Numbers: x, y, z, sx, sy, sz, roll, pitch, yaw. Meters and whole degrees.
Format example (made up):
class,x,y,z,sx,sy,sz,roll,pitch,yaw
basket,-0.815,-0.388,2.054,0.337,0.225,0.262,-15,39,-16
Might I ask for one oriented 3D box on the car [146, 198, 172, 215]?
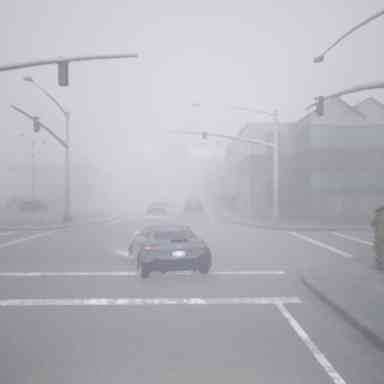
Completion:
class,x,y,z,sx,sy,sz,roll,pitch,yaw
car,-3.579,1.631,35.113,2.033,1.411,5.357,0,0,0

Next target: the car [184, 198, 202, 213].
class,x,y,z,sx,sy,sz,roll,pitch,yaw
car,0.113,1.444,38.700,2.097,1.767,4.553,0,0,0

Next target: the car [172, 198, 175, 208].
class,x,y,z,sx,sy,sz,roll,pitch,yaw
car,-3.544,1.619,49.347,1.837,1.490,4.892,0,1,0

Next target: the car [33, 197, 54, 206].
class,x,y,z,sx,sy,sz,roll,pitch,yaw
car,-25.932,1.691,58.332,1.970,1.475,3.806,0,0,0

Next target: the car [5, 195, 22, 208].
class,x,y,z,sx,sy,sz,roll,pitch,yaw
car,-25.874,1.408,49.853,1.932,1.855,4.605,0,0,0

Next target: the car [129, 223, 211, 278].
class,x,y,z,sx,sy,sz,roll,pitch,yaw
car,-0.838,1.678,10.511,1.994,1.385,4.181,0,-3,-14

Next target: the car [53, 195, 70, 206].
class,x,y,z,sx,sy,sz,roll,pitch,yaw
car,-22.606,1.406,57.729,1.905,1.878,3.866,0,0,0

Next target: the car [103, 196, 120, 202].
class,x,y,z,sx,sy,sz,roll,pitch,yaw
car,-22.140,1.889,91.730,4.611,1.667,2.242,0,0,0

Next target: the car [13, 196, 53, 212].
class,x,y,z,sx,sy,sz,roll,pitch,yaw
car,-18.909,1.584,39.859,2.007,1.523,4.514,0,0,0
